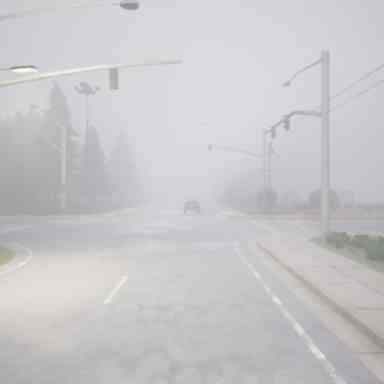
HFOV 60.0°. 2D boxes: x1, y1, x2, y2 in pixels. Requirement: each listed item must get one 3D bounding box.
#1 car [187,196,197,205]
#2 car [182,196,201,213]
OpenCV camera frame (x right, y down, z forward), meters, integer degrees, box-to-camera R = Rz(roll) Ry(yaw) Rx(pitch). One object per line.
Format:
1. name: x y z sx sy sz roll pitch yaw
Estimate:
1. car: -0.007 1.477 61.525 1.837 1.490 4.892 0 0 0
2. car: -0.004 1.475 36.517 2.128 1.511 4.902 0 0 0
